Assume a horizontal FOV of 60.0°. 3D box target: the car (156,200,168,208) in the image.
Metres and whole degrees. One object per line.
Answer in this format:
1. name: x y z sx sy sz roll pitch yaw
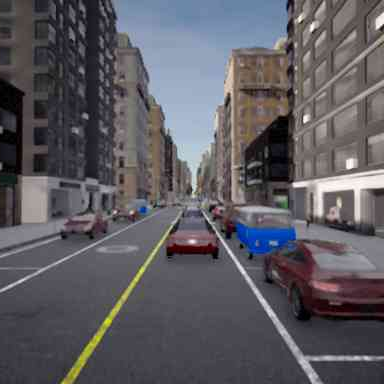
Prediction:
1. car: -5.804 2.216 63.903 1.887 1.381 4.507 1 -1 0

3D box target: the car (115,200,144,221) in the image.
1. car: -5.828 1.753 29.869 1.967 1.590 4.097 1 -1 0

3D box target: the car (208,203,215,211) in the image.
1. car: 2.696 1.894 29.855 1.802 1.307 4.206 1 -1 0

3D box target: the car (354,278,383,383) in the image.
1. car: 2.676 1.599 1.490 1.802 1.307 4.206 1 -1 0

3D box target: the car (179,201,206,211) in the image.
1. car: 0.045 1.828 28.909 1.812 1.442 4.674 0 0 1

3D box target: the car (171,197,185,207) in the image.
1. car: -2.969 2.225 64.596 2.033 1.411 5.357 0 -1 1

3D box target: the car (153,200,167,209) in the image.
1. car: -5.809 2.178 58.231 1.947 1.339 4.313 1 -1 0

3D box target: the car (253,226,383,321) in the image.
1. car: 2.680 1.657 7.163 1.802 1.307 4.206 1 -1 0

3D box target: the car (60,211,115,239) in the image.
1. car: -5.838 1.775 18.523 1.802 1.307 4.206 1 -1 0

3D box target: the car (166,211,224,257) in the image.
1. car: 0.029 1.706 13.519 1.994 1.385 4.181 0 -1 1

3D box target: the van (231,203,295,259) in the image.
1. van: 2.686 1.475 12.839 1.690 1.788 3.998 1 -1 0

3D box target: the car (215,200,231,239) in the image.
1. car: 2.691 1.508 18.512 2.192 1.841 5.009 1 -1 0

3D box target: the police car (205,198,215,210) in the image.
1. police car: 3.166 1.895 44.750 1.930 1.638 5.238 0 -1 0

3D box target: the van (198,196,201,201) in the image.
1. van: 2.728 2.071 69.569 1.690 1.788 3.998 1 -1 0

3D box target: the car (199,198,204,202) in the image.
1. car: 2.722 2.198 64.064 1.752 1.417 4.829 1 -1 0

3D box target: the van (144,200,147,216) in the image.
1. van: -5.823 1.714 35.543 1.690 1.788 3.998 1 -1 0
